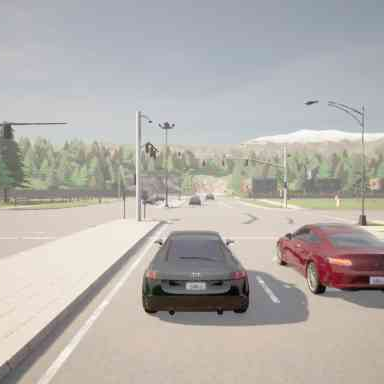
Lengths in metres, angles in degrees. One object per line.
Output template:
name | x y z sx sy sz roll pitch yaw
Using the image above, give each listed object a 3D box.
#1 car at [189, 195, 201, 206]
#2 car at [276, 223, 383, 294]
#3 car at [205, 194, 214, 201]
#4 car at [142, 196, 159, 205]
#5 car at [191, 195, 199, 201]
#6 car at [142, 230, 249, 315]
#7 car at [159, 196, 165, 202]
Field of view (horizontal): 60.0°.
car | 0.505 1.563 56.652 1.994 1.385 4.181 0 0 1
car | 3.556 1.526 8.651 1.812 1.442 4.674 0 0 0
car | 4.355 1.188 82.002 2.097 1.767 4.553 0 0 1
car | -7.555 1.547 58.227 2.033 1.411 5.357 0 0 1
car | 0.856 1.428 82.108 1.895 1.301 4.718 0 0 1
car | 0.058 1.564 7.649 1.994 1.385 4.181 0 0 0
car | -7.250 1.504 74.466 1.994 1.385 4.181 0 0 1
